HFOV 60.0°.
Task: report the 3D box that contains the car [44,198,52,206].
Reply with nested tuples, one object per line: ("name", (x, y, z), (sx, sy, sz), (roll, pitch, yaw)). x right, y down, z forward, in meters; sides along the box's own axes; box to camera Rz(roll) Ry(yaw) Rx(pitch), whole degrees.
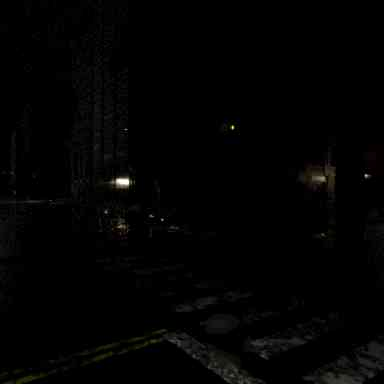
("car", (-26.482, 1.802, 62.419), (2.128, 1.511, 4.902), (1, -1, -36))

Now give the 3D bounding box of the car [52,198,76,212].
("car", (-15.486, 1.724, 41.382), (2.033, 1.411, 5.357), (1, -1, -34))

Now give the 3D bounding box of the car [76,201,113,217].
("car", (-9.344, 1.619, 32.688), (2.128, 1.511, 4.902), (1, -1, -35))

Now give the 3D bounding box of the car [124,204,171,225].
("car", (-3.403, 1.607, 24.317), (1.812, 1.442, 4.674), (1, -1, -37))

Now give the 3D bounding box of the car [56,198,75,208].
("car", (-20.691, 1.790, 54.243), (1.812, 1.442, 4.674), (1, -1, -35))
